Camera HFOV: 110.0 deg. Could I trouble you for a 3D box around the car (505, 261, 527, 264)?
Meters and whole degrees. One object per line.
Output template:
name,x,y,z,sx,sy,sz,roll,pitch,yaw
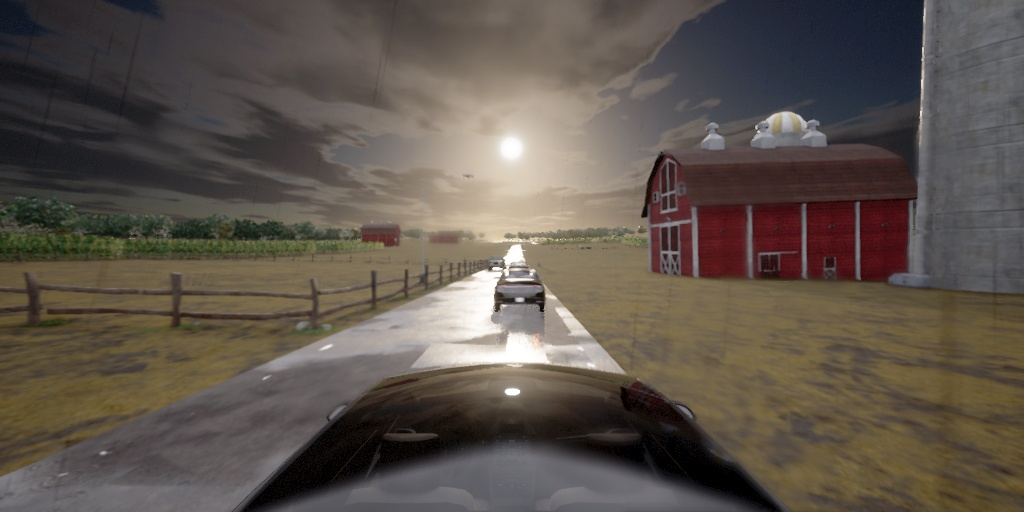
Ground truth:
car,0.611,1.217,32.725,1.882,1.535,5.008,0,0,1

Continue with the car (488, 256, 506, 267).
car,-1.990,0.952,48.281,2.150,2.045,5.566,0,0,1

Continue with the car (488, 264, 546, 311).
car,0.299,1.240,14.339,2.128,1.511,4.902,0,0,1
